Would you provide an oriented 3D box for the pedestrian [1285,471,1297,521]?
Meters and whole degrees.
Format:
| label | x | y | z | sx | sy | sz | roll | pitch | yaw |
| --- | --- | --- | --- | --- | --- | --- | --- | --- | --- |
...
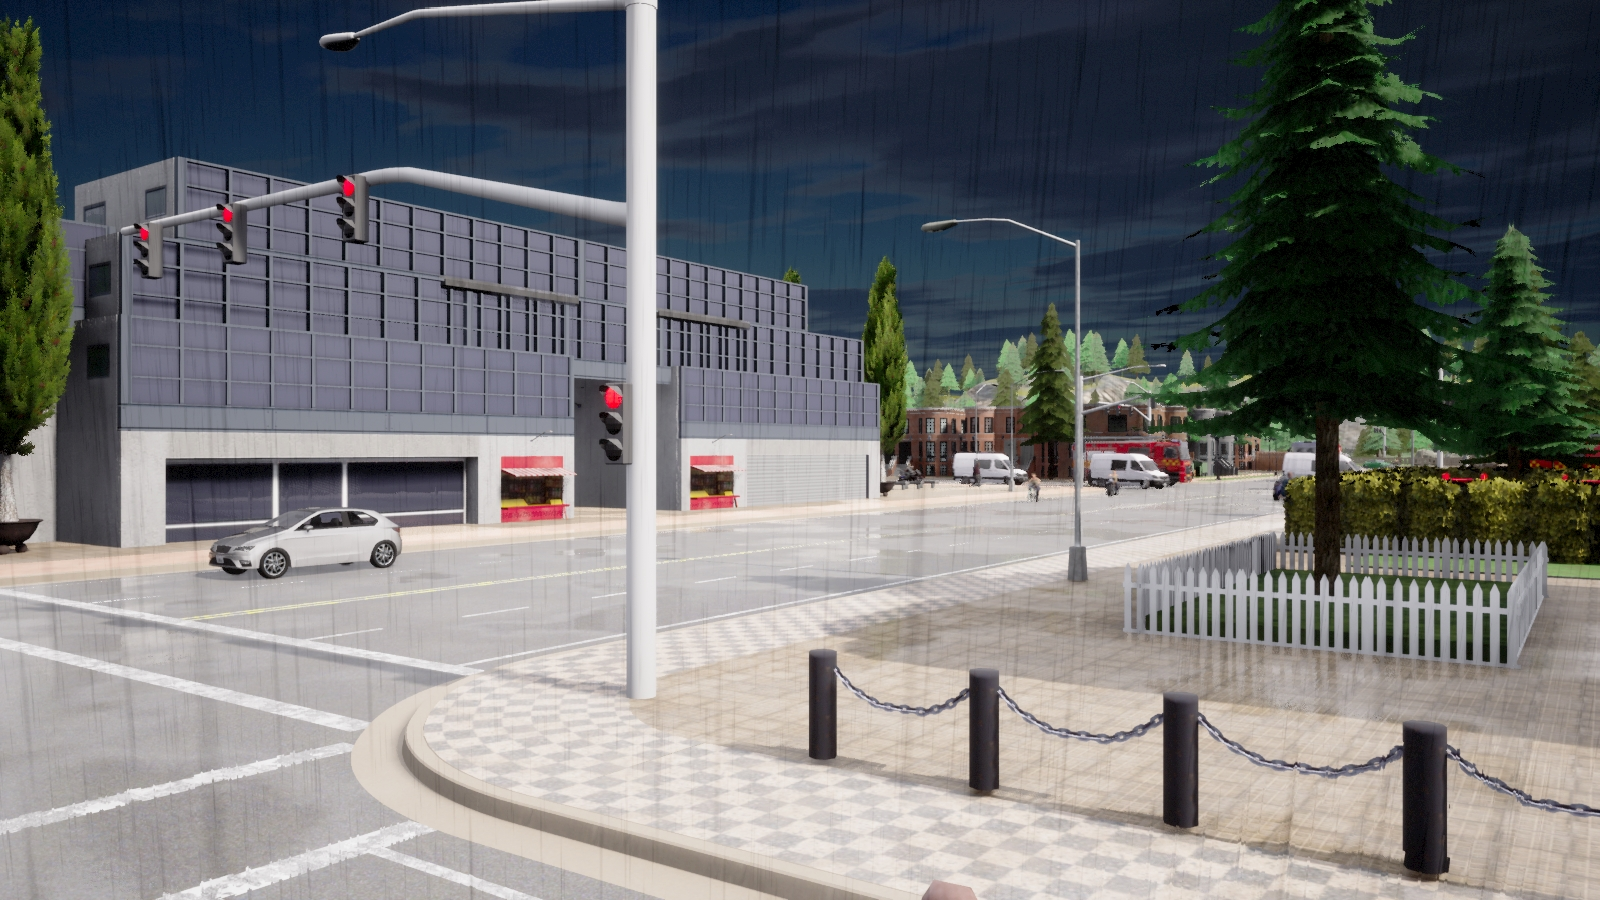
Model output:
| label | x | y | z | sx | sy | sz | roll | pitch | yaw |
| --- | --- | --- | --- | --- | --- | --- | --- | --- | --- |
| pedestrian | 18.183 | 1.695 | 42.339 | 0.375 | 1.860 | 0.375 | 0 | 0 | 27 |

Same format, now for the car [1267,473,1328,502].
| label | x | y | z | sx | sy | sz | roll | pitch | yaw |
| --- | --- | --- | --- | --- | --- | --- | --- | --- | --- |
| car | 27.765 | 2.063 | 63.661 | 2.163 | 1.488 | 4.792 | 0 | 0 | 35 |

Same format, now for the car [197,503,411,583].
| label | x | y | z | sx | sy | sz | roll | pitch | yaw |
| --- | --- | --- | --- | --- | --- | --- | --- | --- | --- |
| car | -11.323 | 2.066 | 26.349 | 1.816 | 1.474 | 4.193 | 0 | 0 | 35 |

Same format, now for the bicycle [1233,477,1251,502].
| label | x | y | z | sx | sy | sz | roll | pitch | yaw |
| --- | --- | --- | --- | --- | --- | --- | --- | --- | --- |
| bicycle | 24.334 | 2.158 | 62.852 | 0.859 | 1.276 | 1.487 | 0 | 0 | 23 |

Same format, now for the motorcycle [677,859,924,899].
| label | x | y | z | sx | sy | sz | roll | pitch | yaw |
| --- | --- | --- | --- | --- | --- | --- | --- | --- | --- |
| motorcycle | 0.509 | 2.205 | 3.428 | 2.209 | 1.251 | 0.867 | 0 | 0 | 35 |
